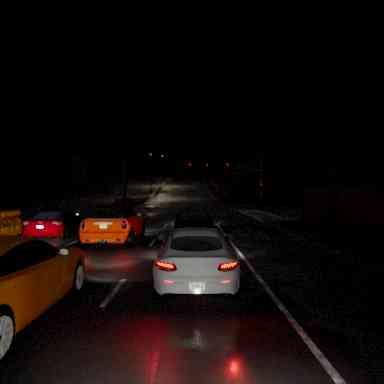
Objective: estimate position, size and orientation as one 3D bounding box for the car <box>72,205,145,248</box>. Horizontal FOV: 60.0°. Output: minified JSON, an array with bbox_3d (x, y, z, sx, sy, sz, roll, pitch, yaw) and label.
[{"bbox_3d":[-3.406,1.349,14.922,2.097,1.767,4.553,0,0,0],"label":"car"}]

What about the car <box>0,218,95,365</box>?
[{"bbox_3d":[-3.403,1.477,5.749,1.882,1.535,5.008,0,0,0],"label":"car"}]

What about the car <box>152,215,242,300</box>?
[{"bbox_3d":[0.094,1.524,8.273,1.812,1.442,4.674,0,0,0],"label":"car"}]

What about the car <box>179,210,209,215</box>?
[{"bbox_3d":[0.094,1.598,17.162,1.895,1.301,4.718,0,0,0],"label":"car"}]

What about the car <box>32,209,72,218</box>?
[{"bbox_3d":[-6.906,1.561,17.118,1.994,1.385,4.181,0,0,0],"label":"car"}]
